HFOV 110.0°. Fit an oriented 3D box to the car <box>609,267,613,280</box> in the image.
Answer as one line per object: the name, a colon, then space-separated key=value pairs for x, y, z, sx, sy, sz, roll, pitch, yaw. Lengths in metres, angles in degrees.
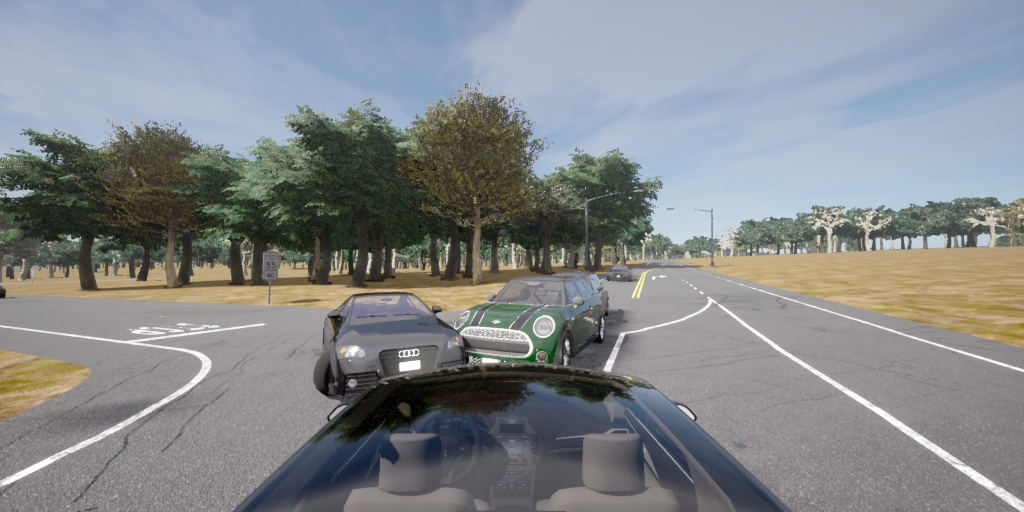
car: x=2.022 y=1.344 z=12.158 sx=2.097 sy=1.767 sz=4.553 roll=-1 pitch=-1 yaw=21

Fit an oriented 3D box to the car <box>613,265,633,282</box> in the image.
car: x=9.514 y=1.516 z=31.505 sx=1.994 sy=1.385 sz=4.181 roll=-1 pitch=0 yaw=22

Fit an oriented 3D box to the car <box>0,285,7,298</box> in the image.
car: x=-40.862 y=2.562 z=27.403 sx=4.181 sy=1.385 sz=1.994 roll=-2 pitch=-3 yaw=22

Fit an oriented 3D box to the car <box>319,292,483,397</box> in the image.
car: x=-2.356 y=1.376 z=6.640 sx=1.994 sy=1.385 sz=4.181 roll=1 pitch=-2 yaw=-29

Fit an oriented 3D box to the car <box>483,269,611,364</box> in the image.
car: x=0.615 y=1.218 z=7.845 sx=2.097 sy=1.767 sz=4.553 roll=-1 pitch=-2 yaw=26
